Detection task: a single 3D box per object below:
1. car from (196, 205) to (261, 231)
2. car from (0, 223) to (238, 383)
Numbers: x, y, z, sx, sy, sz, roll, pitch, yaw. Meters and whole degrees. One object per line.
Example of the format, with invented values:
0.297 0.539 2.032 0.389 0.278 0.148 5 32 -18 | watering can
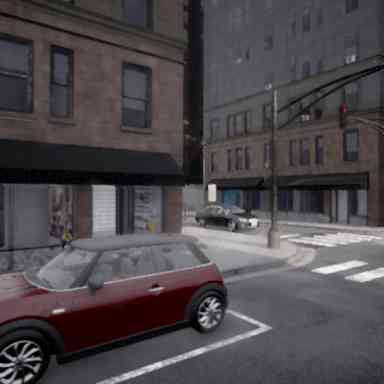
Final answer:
2.182 1.596 21.109 2.128 1.511 4.902 0 0 -35 | car
-1.442 1.447 5.160 4.097 1.590 1.967 0 0 -36 | car
